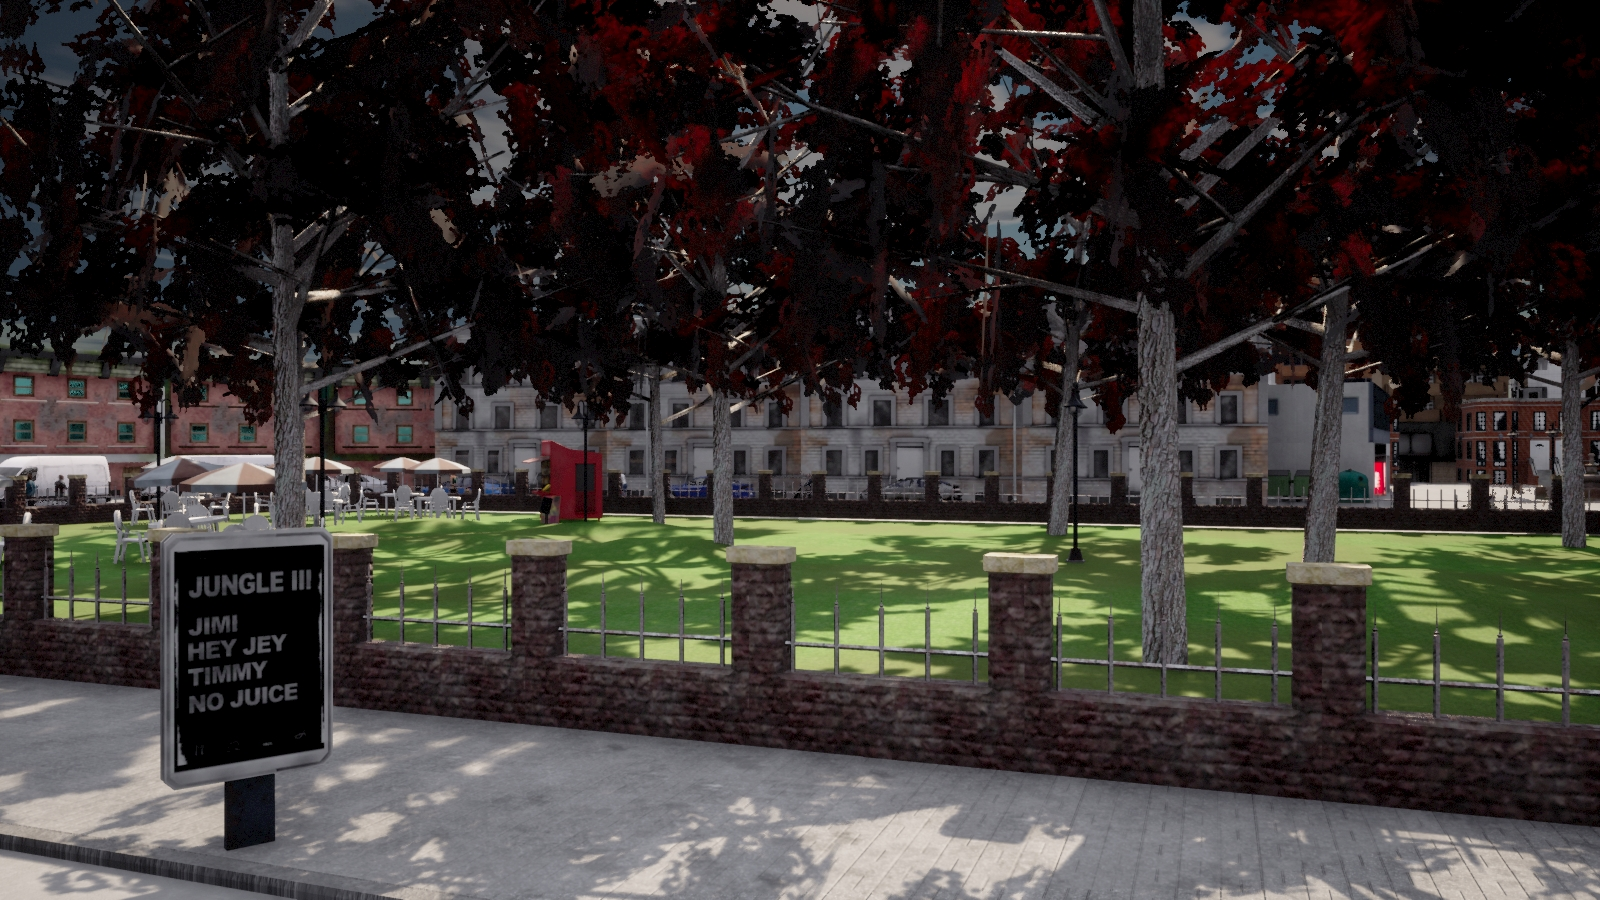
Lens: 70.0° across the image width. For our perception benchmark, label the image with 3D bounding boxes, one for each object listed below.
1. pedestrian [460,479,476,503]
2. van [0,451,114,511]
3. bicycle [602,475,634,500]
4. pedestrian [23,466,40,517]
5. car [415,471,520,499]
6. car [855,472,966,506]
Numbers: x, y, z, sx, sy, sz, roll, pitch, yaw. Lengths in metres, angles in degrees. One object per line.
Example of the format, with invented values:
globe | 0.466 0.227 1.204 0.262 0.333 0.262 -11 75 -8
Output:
pedestrian | -15.580 1.919 53.614 0.500 1.100 0.500 0 0 13
van | -34.456 1.334 51.696 1.988 2.561 5.915 0 0 21
bicycle | -9.502 1.948 59.688 1.643 1.296 0.373 0 0 20
pedestrian | -28.659 1.542 42.595 0.375 1.860 0.375 0 0 18
car | -18.262 1.902 62.828 5.357 1.411 2.033 0 0 19
car | 5.260 1.833 54.337 4.902 1.511 2.128 0 0 20
